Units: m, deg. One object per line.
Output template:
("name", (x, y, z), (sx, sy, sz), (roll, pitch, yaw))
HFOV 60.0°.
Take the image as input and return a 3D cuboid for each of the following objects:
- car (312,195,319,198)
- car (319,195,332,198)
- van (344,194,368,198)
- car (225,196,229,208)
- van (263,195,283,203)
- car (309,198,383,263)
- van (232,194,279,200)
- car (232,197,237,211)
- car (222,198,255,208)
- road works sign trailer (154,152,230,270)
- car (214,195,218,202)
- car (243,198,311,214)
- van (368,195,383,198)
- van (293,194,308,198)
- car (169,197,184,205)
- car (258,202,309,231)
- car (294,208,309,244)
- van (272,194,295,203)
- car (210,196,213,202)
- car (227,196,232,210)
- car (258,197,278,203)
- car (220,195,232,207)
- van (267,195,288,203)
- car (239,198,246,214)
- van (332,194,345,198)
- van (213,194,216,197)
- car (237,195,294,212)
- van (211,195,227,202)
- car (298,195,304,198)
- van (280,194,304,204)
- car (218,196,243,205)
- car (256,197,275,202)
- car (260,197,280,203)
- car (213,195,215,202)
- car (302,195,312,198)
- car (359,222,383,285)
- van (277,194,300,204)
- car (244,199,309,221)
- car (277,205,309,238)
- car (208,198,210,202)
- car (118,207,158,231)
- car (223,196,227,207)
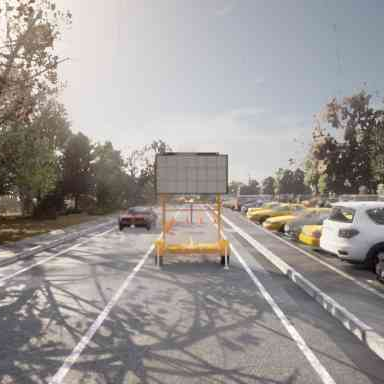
("car", (20.191, 1.356, 46.099), (5.566, 2.045, 2.435), (0, 0, 0))
("car", (20.168, 1.341, 43.329), (5.566, 2.045, 2.435), (0, 0, 0))
("van", (20.267, 1.337, 37.788), (4.442, 1.987, 1.878), (0, 0, 0))
("car", (7.088, 1.630, 43.519), (4.792, 1.488, 2.163), (0, 0, 0))
("van", (20.652, 1.749, 84.860), (4.442, 1.987, 1.878), (0, -1, 0))
("car", (6.874, 1.329, 10.215), (5.566, 2.045, 2.435), (0, 0, 0))
("van", (7.189, 1.345, 37.967), (4.442, 1.987, 1.878), (0, 0, 0))
("car", (7.079, 1.586, 35.190), (4.792, 1.488, 2.163), (0, 0, 0))
("car", (7.192, 1.646, 51.847), (4.892, 1.521, 2.231), (0, 0, 0))
("road works sign trailer", (-0.016, 0.480, 11.138), (2.380, 3.560, 2.880), (0, 0, -1))
("car", (7.045, 1.672, 57.401), (5.366, 1.575, 1.946), (0, 0, 0))
("car", (7.167, 1.530, 26.869), (5.366, 1.575, 1.946), (0, 0, 0))
("van", (19.997, 1.310, 32.234), (4.442, 1.987, 1.878), (0, 0, 0))
("van", (20.427, 1.441, 57.304), (4.442, 1.987, 1.878), (0, 0, 0))
("car", (-3.091, 1.773, 61.676), (1.994, 1.385, 4.181), (0, -1, 1))
("car", (6.728, 1.550, 18.546), (5.366, 1.575, 1.946), (0, 0, 0))
("car", (7.054, 1.568, 12.991), (5.366, 1.575, 1.946), (0, 0, 0))
("van", (20.329, 1.530, 73.934), (4.442, 1.987, 1.878), (0, -1, 0))
("car", (7.395, 1.512, 74.057), (5.566, 2.045, 2.435), (0, 0, 0))
("car", (7.066, 1.615, 40.743), (4.792, 1.488, 2.163), (0, 0, 0))
("car", (20.575, 2.093, 90.396), (5.008, 1.535, 2.097), (0, -1, 0))
("car", (6.977, 1.627, 49.073), (5.366, 1.575, 1.946), (0, 0, 0))
("van", (20.373, 1.630, 79.324), (4.442, 1.987, 1.878), (0, -1, 0))
("car", (6.998, 1.536, 29.638), (4.892, 1.521, 2.231), (0, 0, 0))
("van", (20.057, 1.352, 40.560), (4.442, 1.987, 1.878), (0, 0, 0))
("van", (7.227, 1.523, 71.282), (4.442, 1.987, 1.878), (0, 0, 0))
("car", (7.058, 1.418, 32.418), (4.553, 1.767, 2.185), (0, 0, 0))
("van", (7.642, 1.939, 93.469), (4.442, 1.987, 1.878), (0, -1, 0))
("car", (20.290, 1.692, 54.533), (4.674, 1.452, 2.002), (0, 0, 0))
("van", (20.517, 1.500, 68.384), (4.442, 1.987, 1.878), (0, 0, 0))
("car", (7.245, 1.579, 62.952), (4.553, 1.767, 2.185), (0, 0, 0))
("car", (20.599, 2.155, 93.291), (5.008, 1.535, 2.097), (0, -1, 0))
("car", (20.552, 2.035, 87.626), (4.892, 1.521, 2.231), (0, -1, 0))
("car", (7.293, 1.719, 65.728), (5.008, 1.535, 2.097), (0, 0, 0))
("car", (20.259, 1.636, 51.638), (5.008, 1.535, 2.097), (0, 0, 0))
("car", (6.829, 1.590, 7.441), (5.008, 1.535, 2.097), (0, 0, 0))
("van", (20.539, 1.514, 71.029), (4.442, 1.987, 1.878), (0, 0, 0))
("car", (6.775, 1.533, 24.219), (5.366, 1.575, 1.946), (0, 0, 0))
("car", (6.897, 1.563, 15.769), (4.892, 1.521, 2.231), (0, 0, 0))
("car", (7.508, 2.105, 90.689), (5.008, 1.535, 2.097), (0, -1, 0))
("car", (-3.327, 1.636, 20.978), (1.895, 1.301, 4.718), (0, 0, 0))
("car", (7.111, 1.645, 46.295), (4.792, 1.488, 2.163), (0, 0, 0))
